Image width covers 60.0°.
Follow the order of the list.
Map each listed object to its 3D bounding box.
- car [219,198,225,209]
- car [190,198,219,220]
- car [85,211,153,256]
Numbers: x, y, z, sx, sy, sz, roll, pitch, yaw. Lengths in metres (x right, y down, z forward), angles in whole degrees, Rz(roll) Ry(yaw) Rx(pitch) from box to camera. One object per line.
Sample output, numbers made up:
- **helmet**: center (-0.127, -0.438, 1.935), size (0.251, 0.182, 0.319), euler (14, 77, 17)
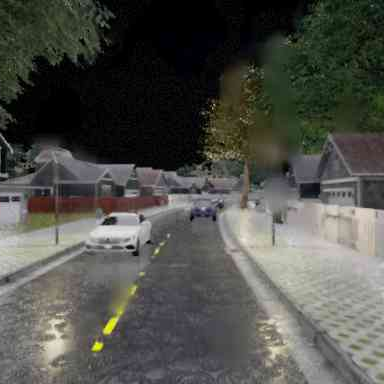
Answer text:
- **car**: center (3.386, 1.528, 45.628), size (1.812, 1.442, 4.674), euler (0, 0, 10)
- **car**: center (1.035, 1.358, 28.039), size (2.097, 1.767, 4.553), euler (0, 0, 5)
- **car**: center (-2.711, 1.533, 13.323), size (1.812, 1.442, 4.674), euler (0, 0, 2)
